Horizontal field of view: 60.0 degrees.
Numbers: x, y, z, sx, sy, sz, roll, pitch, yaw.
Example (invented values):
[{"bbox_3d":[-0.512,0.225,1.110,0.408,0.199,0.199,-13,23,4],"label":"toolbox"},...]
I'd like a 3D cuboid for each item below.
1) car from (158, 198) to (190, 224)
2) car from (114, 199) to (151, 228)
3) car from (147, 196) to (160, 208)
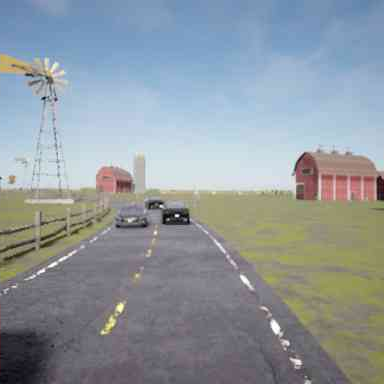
[{"bbox_3d":[-1.291,1.387,24.261,1.882,1.535,5.008,0,0,-7],"label":"car"},{"bbox_3d":[-3.767,1.423,21.357,1.837,1.490,4.892,0,0,-6],"label":"car"},{"bbox_3d":[-4.895,1.301,42.468,1.882,1.535,5.008,0,0,-15],"label":"car"}]
